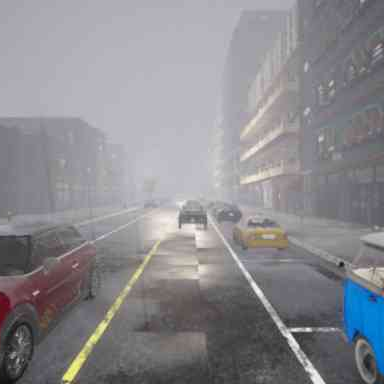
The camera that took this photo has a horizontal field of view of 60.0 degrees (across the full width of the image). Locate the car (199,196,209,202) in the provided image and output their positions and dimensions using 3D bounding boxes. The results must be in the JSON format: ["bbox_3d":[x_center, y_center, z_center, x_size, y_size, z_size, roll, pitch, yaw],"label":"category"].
[{"bbox_3d":[2.715,1.560,75.229,2.008,1.369,4.403,1,0,0],"label":"car"}]

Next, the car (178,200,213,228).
[{"bbox_3d":[0.064,1.508,22.188,2.128,1.511,4.902,0,0,0],"label":"car"}]

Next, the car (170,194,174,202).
[{"bbox_3d":[-5.666,1.555,75.189,1.887,1.381,4.507,1,0,0],"label":"car"}]

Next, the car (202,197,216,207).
[{"bbox_3d":[2.711,1.569,52.909,2.008,1.369,4.403,1,0,0],"label":"car"}]

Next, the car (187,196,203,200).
[{"bbox_3d":[0.105,1.509,46.140,2.128,1.511,4.902,0,0,0],"label":"car"}]

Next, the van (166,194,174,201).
[{"bbox_3d":[-5.660,1.342,86.349,1.690,1.788,3.998,1,0,0],"label":"van"}]

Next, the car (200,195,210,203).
[{"bbox_3d":[2.715,1.453,69.649,1.967,1.590,4.097,1,0,0],"label":"car"}]

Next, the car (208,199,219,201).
[{"bbox_3d":[2.707,1.584,30.585,1.947,1.339,4.313,1,0,0],"label":"car"}]

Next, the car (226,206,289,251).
[{"bbox_3d":[2.704,1.537,14.012,1.752,1.417,4.829,1,0,0],"label":"car"}]

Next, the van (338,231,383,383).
[{"bbox_3d":[2.705,1.344,2.682,1.690,1.788,3.998,1,0,0],"label":"van"}]

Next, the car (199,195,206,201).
[{"bbox_3d":[2.716,1.583,86.392,1.802,1.307,4.206,1,0,0],"label":"car"}]

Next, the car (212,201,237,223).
[{"bbox_3d":[2.706,1.583,25.004,1.947,1.339,4.313,1,0,0],"label":"car"}]

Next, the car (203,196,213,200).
[{"bbox_3d":[2.709,1.563,41.747,1.887,1.381,4.507,1,0,0],"label":"car"}]

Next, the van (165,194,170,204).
[{"bbox_3d":[-5.664,1.357,64.028,1.690,1.788,3.998,1,0,0],"label":"van"}]

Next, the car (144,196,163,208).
[{"bbox_3d":[-5.671,1.585,47.287,1.947,1.339,4.313,1,0,0],"label":"car"}]

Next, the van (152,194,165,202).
[{"bbox_3d":[-5.666,1.360,52.868,1.690,1.788,3.998,1,0,0],"label":"van"}]

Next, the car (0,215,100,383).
[{"bbox_3d":[-3.052,1.356,5.344,2.097,1.767,4.553,0,0,0],"label":"car"}]
